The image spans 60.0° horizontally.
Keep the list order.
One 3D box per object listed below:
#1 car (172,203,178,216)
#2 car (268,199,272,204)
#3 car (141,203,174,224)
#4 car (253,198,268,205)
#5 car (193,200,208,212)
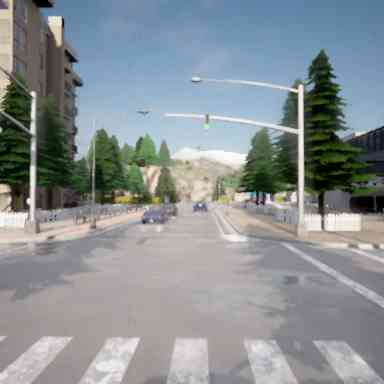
[{"bbox_3d":[-2.722,2.046,39.369,2.128,1.511,4.902,0,-1,2],"label":"car"},{"bbox_3d":[19.769,2.599,87.669,1.970,1.475,3.806,0,-1,3],"label":"car"},{"bbox_3d":[-3.124,1.968,29.292,2.033,1.411,5.357,0,-1,2],"label":"car"},{"bbox_3d":[16.430,2.489,80.404,1.845,1.501,3.633,0,-1,3],"label":"car"},{"bbox_3d":[1.330,2.069,51.383,2.097,1.767,4.553,0,-1,2],"label":"car"}]
